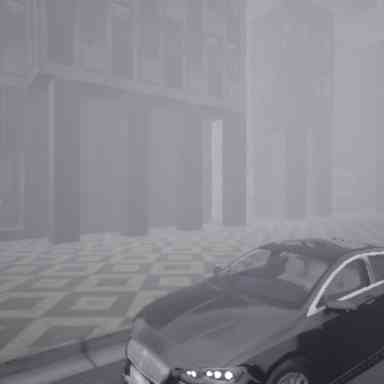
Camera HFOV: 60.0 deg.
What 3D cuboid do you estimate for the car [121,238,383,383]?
[{"bbox_3d":[1.514,1.448,4.455,4.902,1.511,2.128,-1,0,-35],"label":"car"}]
